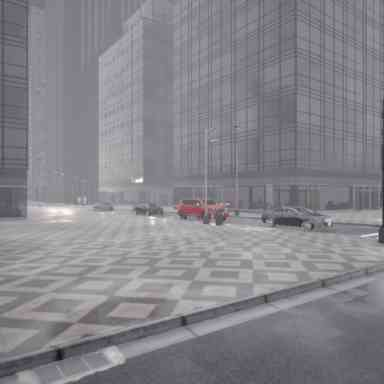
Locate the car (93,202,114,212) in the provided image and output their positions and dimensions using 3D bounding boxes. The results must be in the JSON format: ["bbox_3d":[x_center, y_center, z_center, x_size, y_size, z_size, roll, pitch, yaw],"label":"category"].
[{"bbox_3d":[-13.300,2.231,49.773,1.837,1.490,4.892,0,-1,-36],"label":"car"}]

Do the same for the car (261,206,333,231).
[{"bbox_3d":[6.793,1.683,21.924,2.128,1.511,4.902,0,-1,-36],"label":"car"}]

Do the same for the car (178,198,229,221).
[{"bbox_3d":[0.884,1.567,30.058,2.150,2.045,5.566,0,-1,-37],"label":"car"}]

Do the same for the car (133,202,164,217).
[{"bbox_3d":[-5.086,1.981,38.310,1.882,1.535,5.008,0,-1,-36],"label":"car"}]
